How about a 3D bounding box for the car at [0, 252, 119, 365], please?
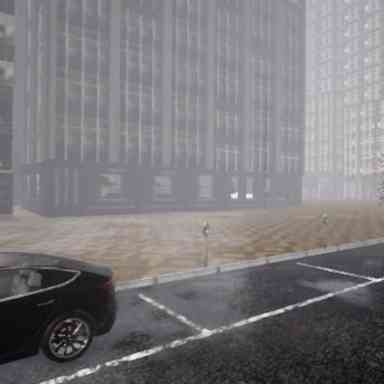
[{"bbox_3d":[-3.109,1.566,4.333,4.313,1.339,1.947,0,1,-35],"label":"car"}]
